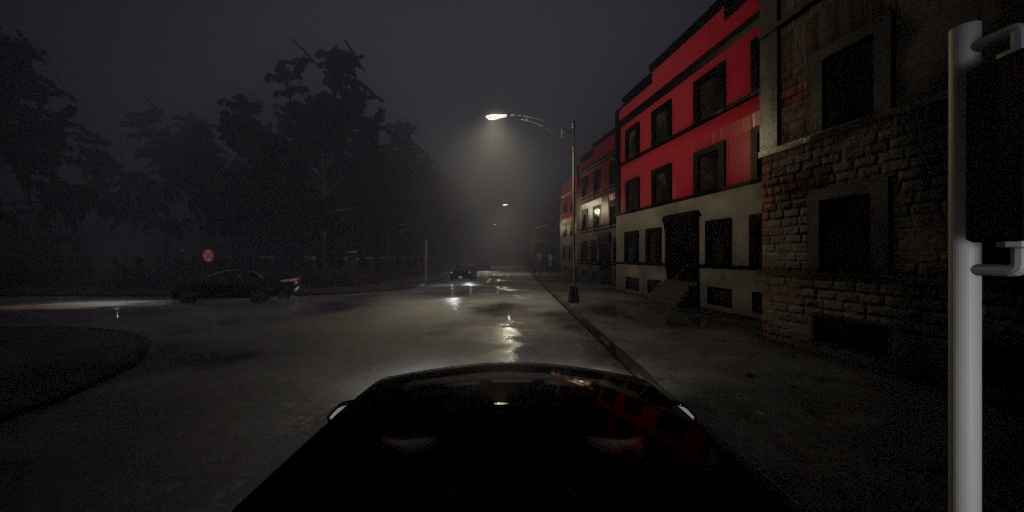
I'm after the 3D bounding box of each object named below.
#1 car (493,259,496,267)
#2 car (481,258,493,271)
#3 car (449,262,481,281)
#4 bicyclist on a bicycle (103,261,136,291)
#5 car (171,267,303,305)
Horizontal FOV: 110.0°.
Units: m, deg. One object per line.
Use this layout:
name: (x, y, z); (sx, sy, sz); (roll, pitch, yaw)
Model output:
car: (-3.858, 1.125, 63.485); (2.033, 1.411, 5.357); (0, 0, 0)
car: (-3.984, 1.315, 48.090); (1.994, 1.385, 4.181); (0, 0, 0)
car: (-4.033, 1.351, 30.211); (1.895, 1.301, 4.718); (0, 0, 0)
bicyclist on a bicycle: (-21.808, 1.099, 19.947); (0.582, 1.620, 1.656); (0, 0, 0)
car: (-11.757, 1.241, 15.489); (4.902, 1.511, 2.128); (0, 0, -2)
